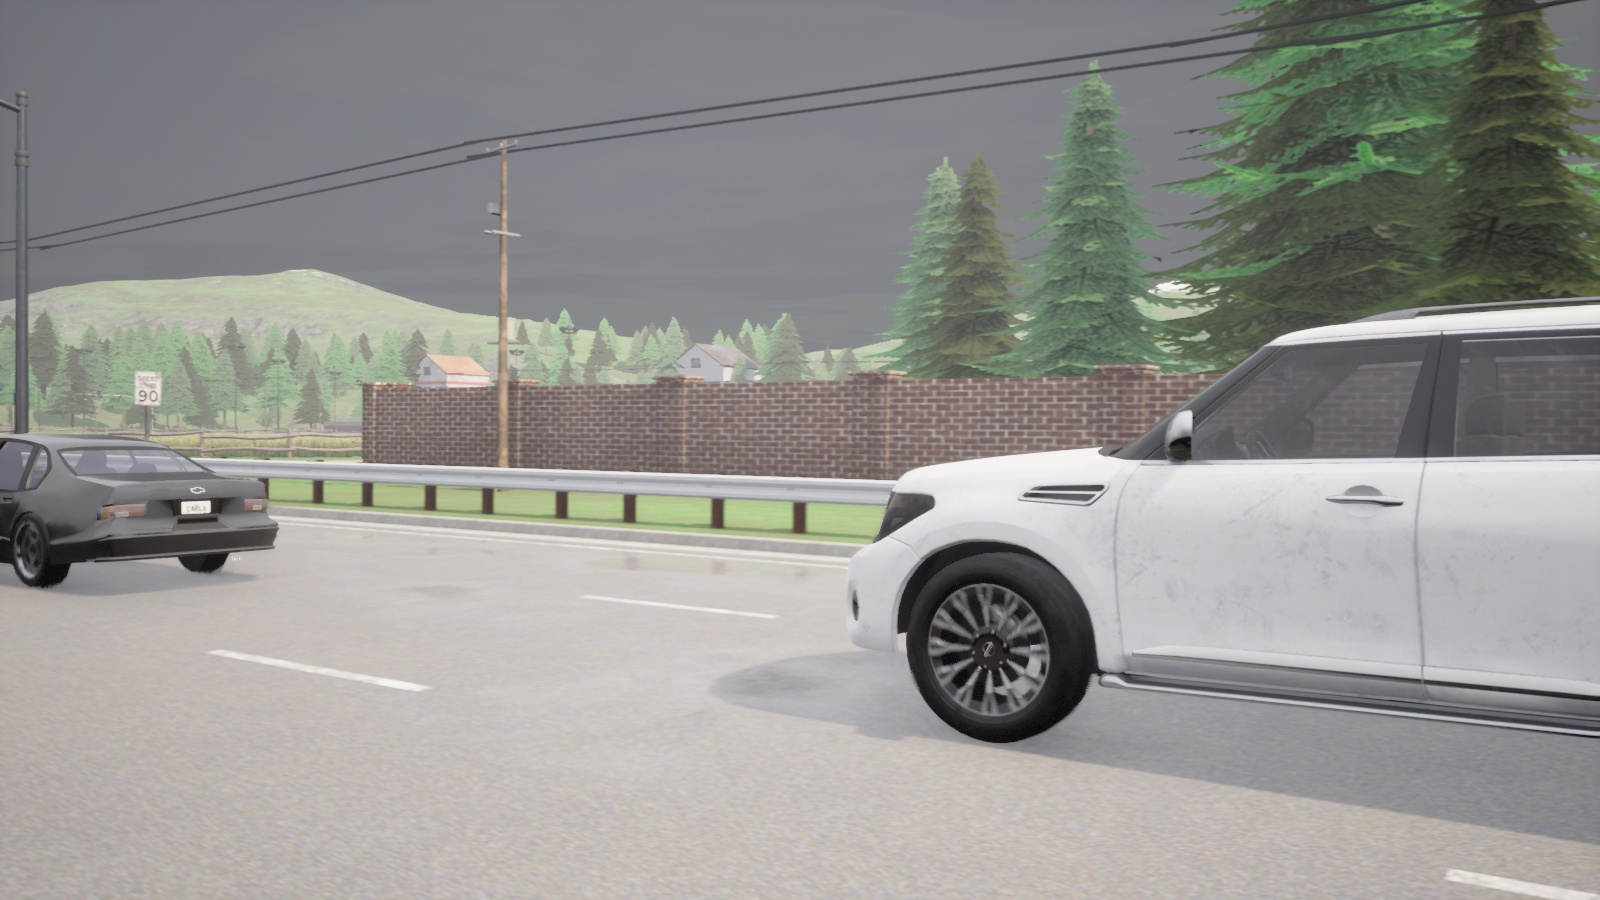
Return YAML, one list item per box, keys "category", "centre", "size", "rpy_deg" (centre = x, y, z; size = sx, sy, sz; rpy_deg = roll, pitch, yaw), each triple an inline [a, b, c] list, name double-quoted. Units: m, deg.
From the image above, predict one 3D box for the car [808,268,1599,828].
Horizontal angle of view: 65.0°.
- category: "car"
  centre: [2.963, 0.344, 5.851]
  size: [5.566, 2.045, 2.150]
  rpy_deg: [0, 1, 34]

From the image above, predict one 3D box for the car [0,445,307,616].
- category: "car"
  centre: [-7.610, 0.672, 12.881]
  size: [5.357, 1.411, 2.033]
  rpy_deg: [0, 1, 34]
